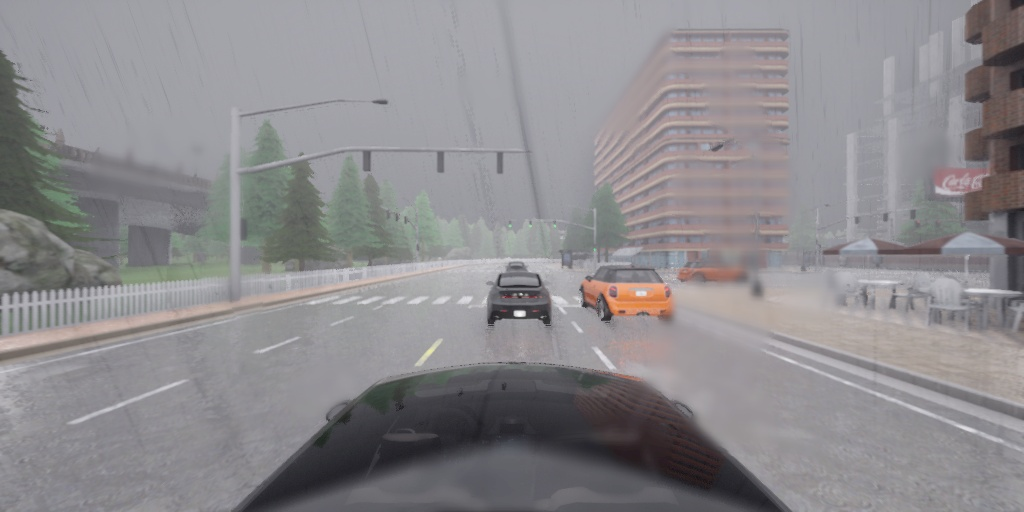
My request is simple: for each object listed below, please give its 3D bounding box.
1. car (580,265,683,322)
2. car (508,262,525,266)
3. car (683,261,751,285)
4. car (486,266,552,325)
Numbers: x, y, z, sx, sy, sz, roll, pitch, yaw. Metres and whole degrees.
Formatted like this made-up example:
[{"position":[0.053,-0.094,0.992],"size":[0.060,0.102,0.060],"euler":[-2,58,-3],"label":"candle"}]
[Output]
[{"position":[3.715,1.092,12.396],"size":[2.097,1.767,4.553],"euler":[0,0,0],"label":"car"},{"position":[0.387,1.249,32.064],"size":[1.837,1.490,4.892],"euler":[0,0,1],"label":"car"},{"position":[14.486,1.141,25.716],"size":[4.553,1.767,2.097],"euler":[0,0,-3],"label":"car"},{"position":[0.211,1.244,11.762],"size":[1.837,1.490,4.892],"euler":[0,0,0],"label":"car"}]
